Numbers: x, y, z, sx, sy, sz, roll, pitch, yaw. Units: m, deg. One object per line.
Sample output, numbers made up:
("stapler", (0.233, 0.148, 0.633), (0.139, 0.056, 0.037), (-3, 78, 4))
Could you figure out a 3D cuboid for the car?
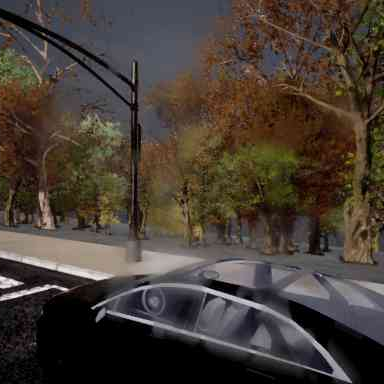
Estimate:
("car", (0.238, 1.491, 3.503), (4.902, 1.511, 2.128), (0, 0, 37))
